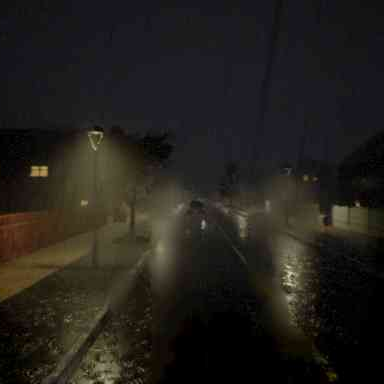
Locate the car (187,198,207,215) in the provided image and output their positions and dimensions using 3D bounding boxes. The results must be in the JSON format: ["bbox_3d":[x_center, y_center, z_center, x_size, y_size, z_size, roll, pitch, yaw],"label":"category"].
[{"bbox_3d":[0.435,1.691,35.596,1.812,1.442,4.674,0,0,0],"label":"car"}]

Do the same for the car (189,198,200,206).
[{"bbox_3d":[0.516,2.066,69.965,2.033,1.411,5.357,0,-1,0],"label":"car"}]
